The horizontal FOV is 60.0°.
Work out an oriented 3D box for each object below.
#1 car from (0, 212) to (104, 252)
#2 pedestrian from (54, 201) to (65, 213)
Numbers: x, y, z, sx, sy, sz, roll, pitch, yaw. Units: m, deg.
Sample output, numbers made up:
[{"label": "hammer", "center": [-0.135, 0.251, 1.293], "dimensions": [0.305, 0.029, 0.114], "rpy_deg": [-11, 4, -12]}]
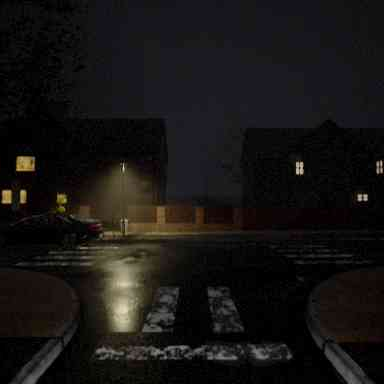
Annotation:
[{"label": "car", "center": [-6.242, 1.631, 14.037], "dimensions": [4.902, 1.511, 2.128], "rpy_deg": [-1, -1, 1]}, {"label": "pedestrian", "center": [-6.730, 1.359, 16.961], "dimensions": [0.375, 1.860, 0.375], "rpy_deg": [0, -1, 1]}]
